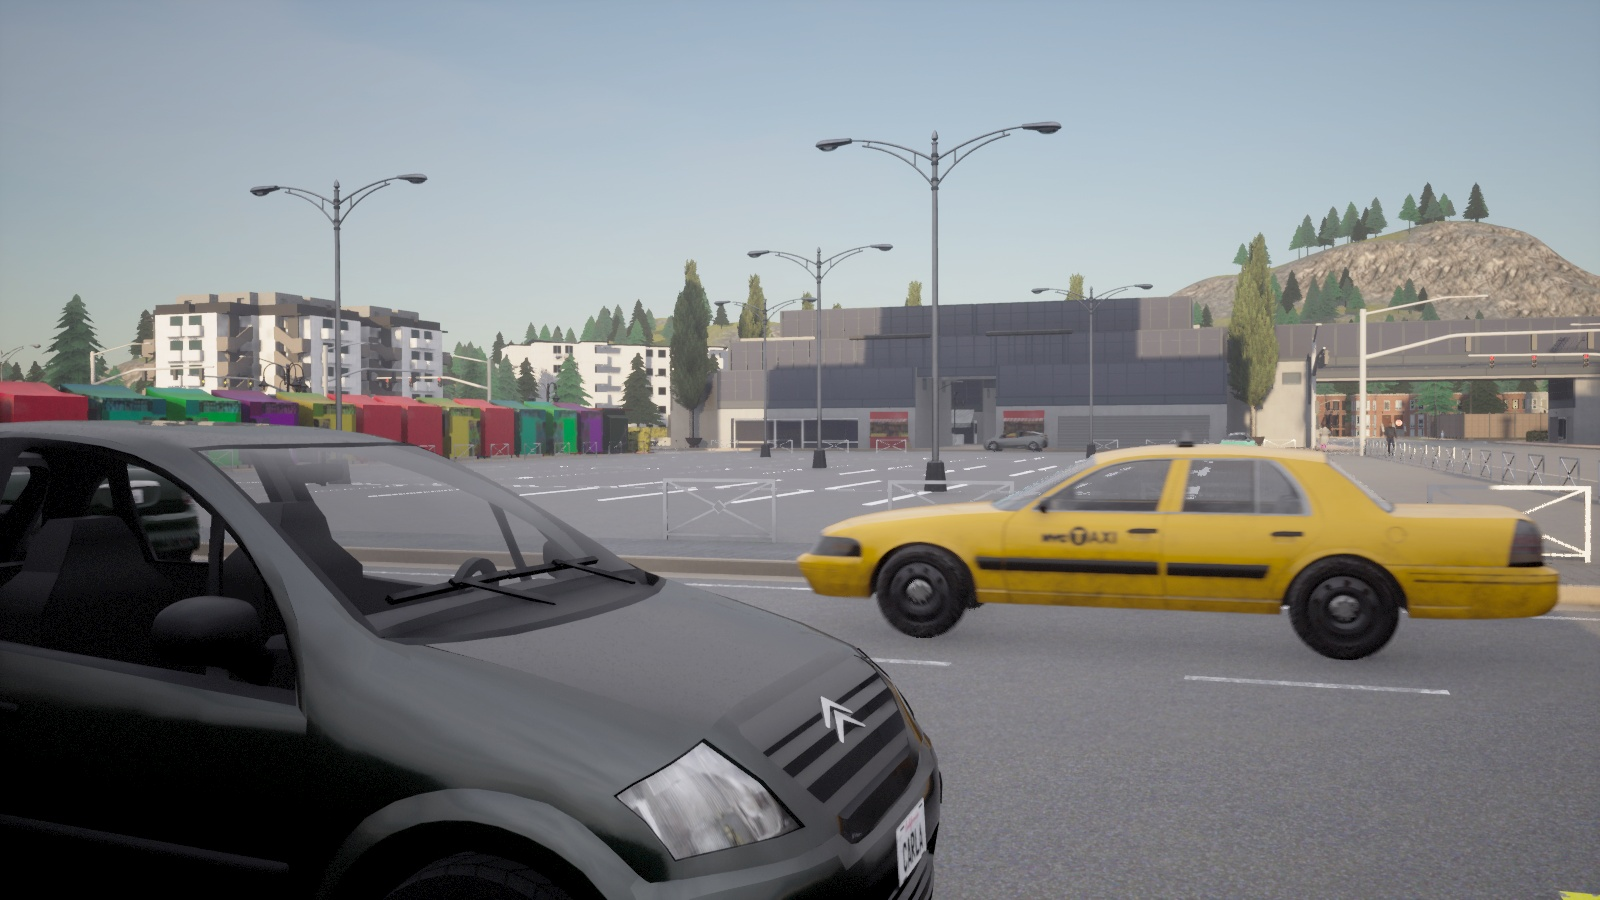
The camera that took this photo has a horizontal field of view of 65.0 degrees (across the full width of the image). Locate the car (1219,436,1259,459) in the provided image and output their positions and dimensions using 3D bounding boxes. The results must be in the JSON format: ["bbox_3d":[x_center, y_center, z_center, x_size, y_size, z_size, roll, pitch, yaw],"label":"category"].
[{"bbox_3d":[25.909,-0.153,74.125,2.207,1.376,1.481,0,1,20],"label":"car"}]

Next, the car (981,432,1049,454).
[{"bbox_3d":[15.276,-0.542,89.213,4.514,1.525,2.007,1,1,20],"label":"car"}]

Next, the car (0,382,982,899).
[{"bbox_3d":[-1.613,0.659,3.733,3.988,1.617,1.851,1,1,19],"label":"car"}]

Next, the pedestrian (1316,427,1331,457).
[{"bbox_3d":[34.086,-0.520,81.743,0.659,1.952,0.873,0,1,8],"label":"pedestrian"}]

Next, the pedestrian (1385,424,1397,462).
[{"bbox_3d":[30.379,-0.379,64.535,0.423,1.949,0.788,1,1,18],"label":"pedestrian"}]

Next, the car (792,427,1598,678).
[{"bbox_3d":[2.774,0.622,9.643,5.366,1.575,1.801,1,1,19],"label":"car"}]
